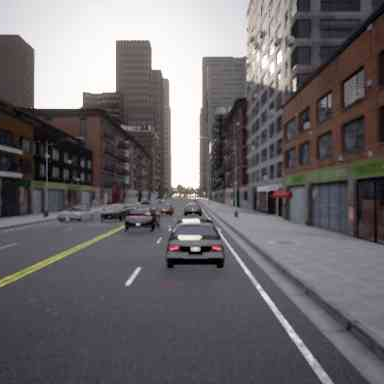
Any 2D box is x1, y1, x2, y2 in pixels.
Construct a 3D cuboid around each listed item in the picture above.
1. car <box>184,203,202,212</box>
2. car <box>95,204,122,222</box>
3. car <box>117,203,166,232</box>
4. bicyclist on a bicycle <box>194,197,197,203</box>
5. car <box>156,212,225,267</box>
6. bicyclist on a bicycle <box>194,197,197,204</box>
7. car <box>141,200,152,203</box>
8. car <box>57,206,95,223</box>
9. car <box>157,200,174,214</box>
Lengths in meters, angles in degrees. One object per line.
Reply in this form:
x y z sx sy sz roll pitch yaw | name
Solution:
0.113 1.960 38.855 1.994 1.385 4.181 0 -1 0 | car
-6.588 1.767 29.110 1.882 1.535 5.008 0 -1 0 | car
-3.141 1.705 21.849 2.128 1.511 4.902 0 -1 0 | car
0.917 2.314 80.747 0.866 1.612 1.509 0 -1 0 | bicyclist on a bicycle
0.100 1.662 11.757 2.033 1.411 5.357 0 -1 0 | car
0.924 2.348 89.745 0.659 1.776 1.843 0 0 0 | bicyclist on a bicycle
-9.726 2.321 70.945 1.895 1.301 4.718 0 -1 0 | car
-9.839 1.884 28.528 1.895 1.301 4.718 0 -1 0 | car
-3.135 1.960 38.889 1.994 1.385 4.181 0 -1 0 | car
